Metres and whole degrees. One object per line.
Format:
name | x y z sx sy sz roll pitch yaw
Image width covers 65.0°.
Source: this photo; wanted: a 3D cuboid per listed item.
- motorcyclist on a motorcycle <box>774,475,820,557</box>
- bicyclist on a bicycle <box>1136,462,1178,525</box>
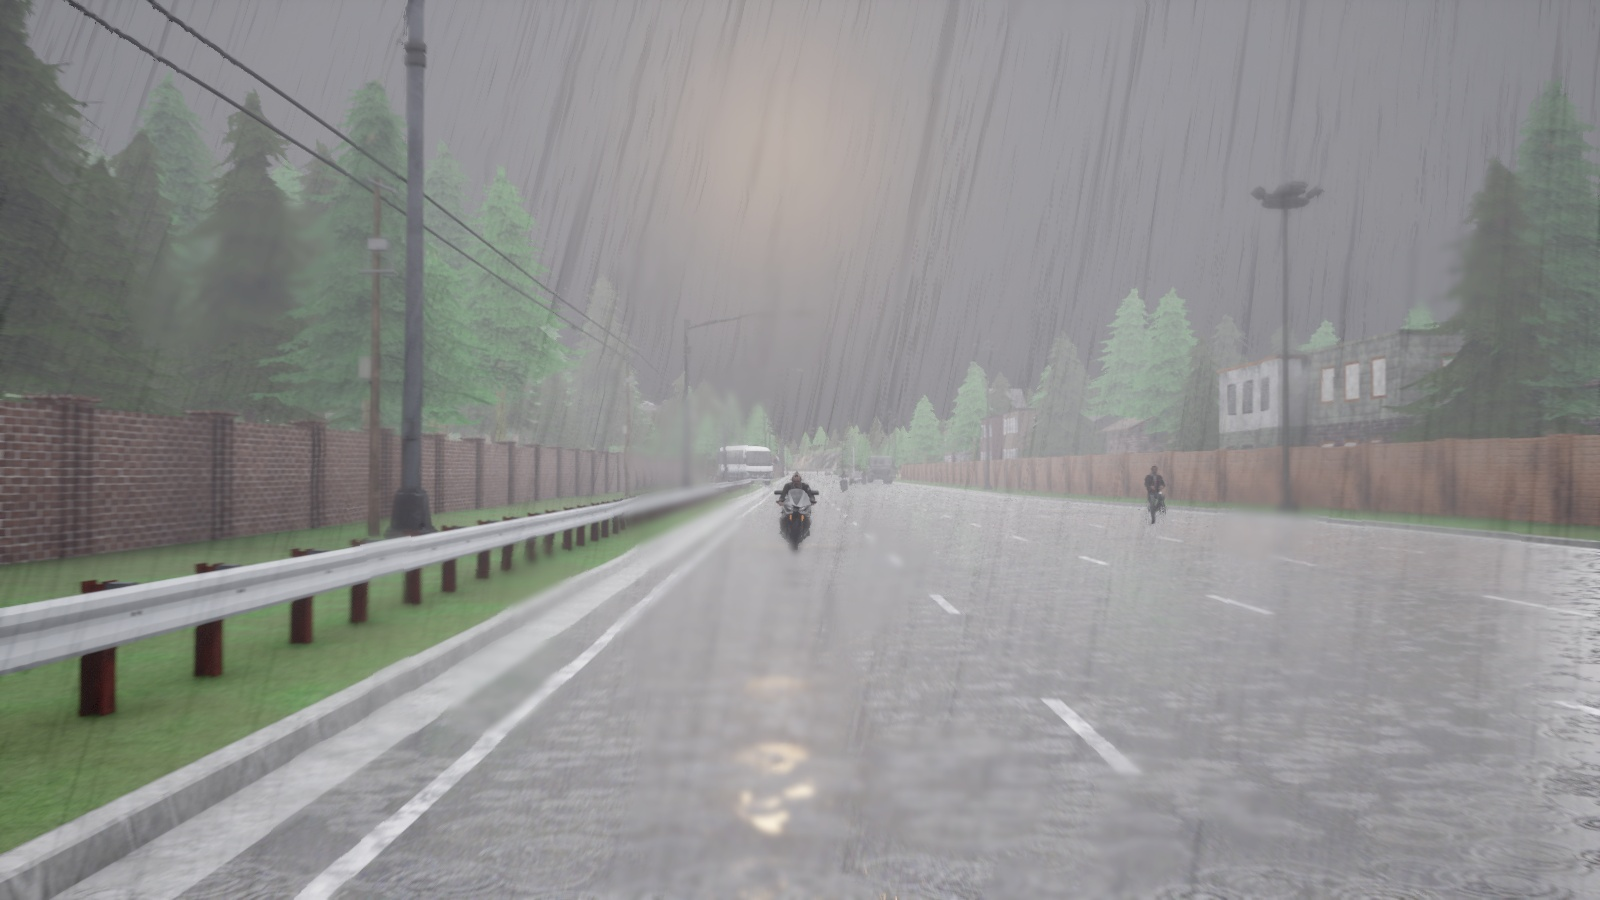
motorcyclist on a motorcycle | -0.060 1.260 24.579 0.866 1.530 2.191 0 -1 0
bicyclist on a bicycle | 10.410 1.255 36.681 0.659 1.776 1.843 0 -1 0
